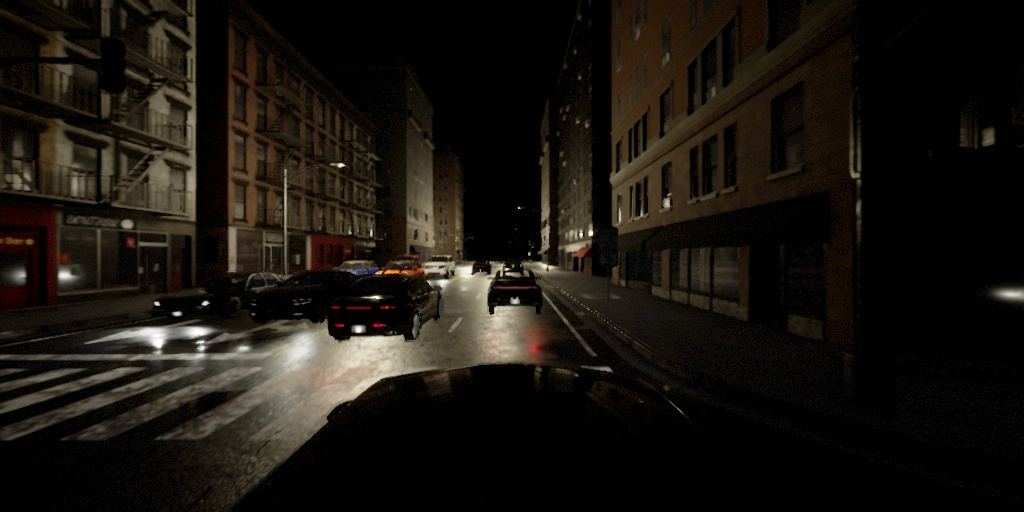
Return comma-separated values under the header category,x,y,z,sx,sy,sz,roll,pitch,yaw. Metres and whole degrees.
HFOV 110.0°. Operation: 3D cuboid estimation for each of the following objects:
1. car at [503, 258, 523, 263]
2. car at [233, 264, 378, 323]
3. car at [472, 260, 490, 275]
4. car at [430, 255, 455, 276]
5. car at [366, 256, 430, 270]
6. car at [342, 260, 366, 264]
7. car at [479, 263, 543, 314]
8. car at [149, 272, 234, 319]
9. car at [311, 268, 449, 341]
category,x,y,z,sx,sy,sz,roll,pitch,yaw
car,0.104,1.028,37.001,2.097,1.767,4.553,0,0,0
car,-6.597,1.221,12.294,1.882,1.535,5.008,0,0,0
car,-3.147,1.188,38.056,1.837,1.490,4.892,0,0,0
car,-6.584,0.925,32.882,2.150,2.045,5.566,0,0,0
car,-6.592,1.078,21.319,2.097,1.767,4.553,0,0,0
car,-9.841,1.084,22.475,2.097,1.767,4.553,0,0,0
car,0.100,1.214,13.726,2.128,1.511,4.902,0,0,0
car,-9.880,1.298,13.115,2.033,1.411,5.357,0,0,-3
car,-3.151,1.243,9.786,1.837,1.490,4.892,0,0,0
